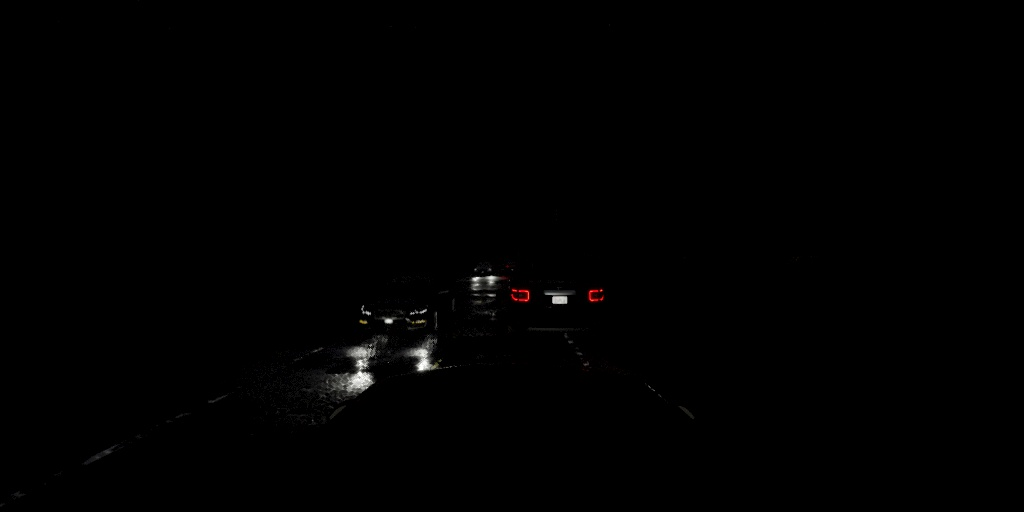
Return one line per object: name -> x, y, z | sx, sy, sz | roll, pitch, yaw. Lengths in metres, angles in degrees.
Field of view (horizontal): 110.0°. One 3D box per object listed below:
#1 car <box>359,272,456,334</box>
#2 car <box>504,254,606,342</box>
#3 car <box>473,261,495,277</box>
car -> -2.860, 1.255, 10.737 | 1.837, 1.490, 4.892 | 0, 0, 0
car -> 0.955, 0.975, 9.873 | 2.150, 2.045, 5.566 | 0, 0, 0
car -> -2.793, 1.271, 36.335 | 1.812, 1.442, 4.674 | 0, 0, 0
